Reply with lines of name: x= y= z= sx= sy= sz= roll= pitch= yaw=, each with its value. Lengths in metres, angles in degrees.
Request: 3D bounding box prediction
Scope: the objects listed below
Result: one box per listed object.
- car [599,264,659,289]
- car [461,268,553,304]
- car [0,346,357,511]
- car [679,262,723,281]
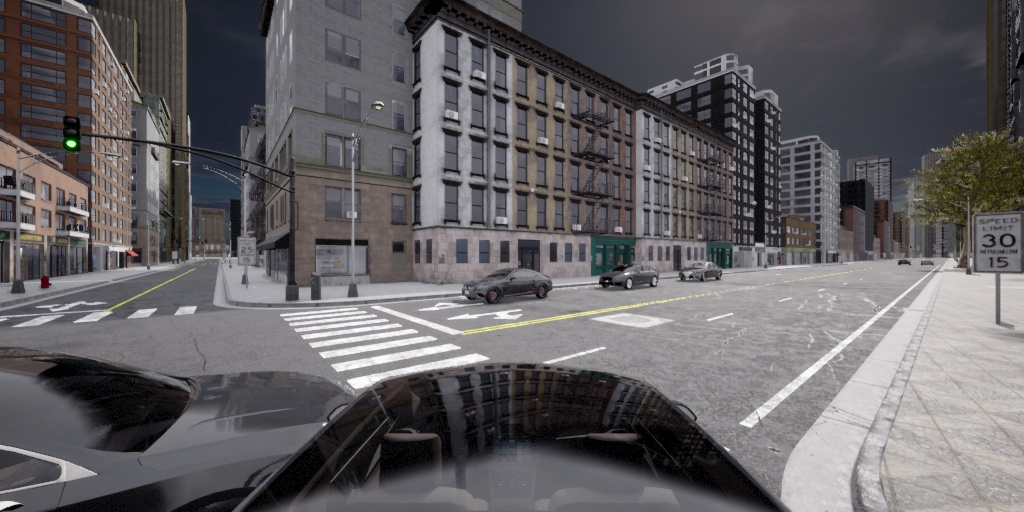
car: x=7.556 y=1.258 z=22.963 sx=4.892 sy=1.490 sz=1.837 roll=0 pitch=0 yaw=-39
car: x=-0.109 y=1.286 z=16.706 sx=4.674 sy=1.442 sz=1.812 roll=0 pitch=0 yaw=-39
car: x=-3.229 y=1.257 z=1.721 sx=4.892 sy=1.490 sz=1.837 roll=0 pitch=0 yaw=-35
car: x=15.538 y=1.235 z=29.467 sx=4.902 sy=1.511 sz=2.128 roll=0 pitch=0 yaw=-39
